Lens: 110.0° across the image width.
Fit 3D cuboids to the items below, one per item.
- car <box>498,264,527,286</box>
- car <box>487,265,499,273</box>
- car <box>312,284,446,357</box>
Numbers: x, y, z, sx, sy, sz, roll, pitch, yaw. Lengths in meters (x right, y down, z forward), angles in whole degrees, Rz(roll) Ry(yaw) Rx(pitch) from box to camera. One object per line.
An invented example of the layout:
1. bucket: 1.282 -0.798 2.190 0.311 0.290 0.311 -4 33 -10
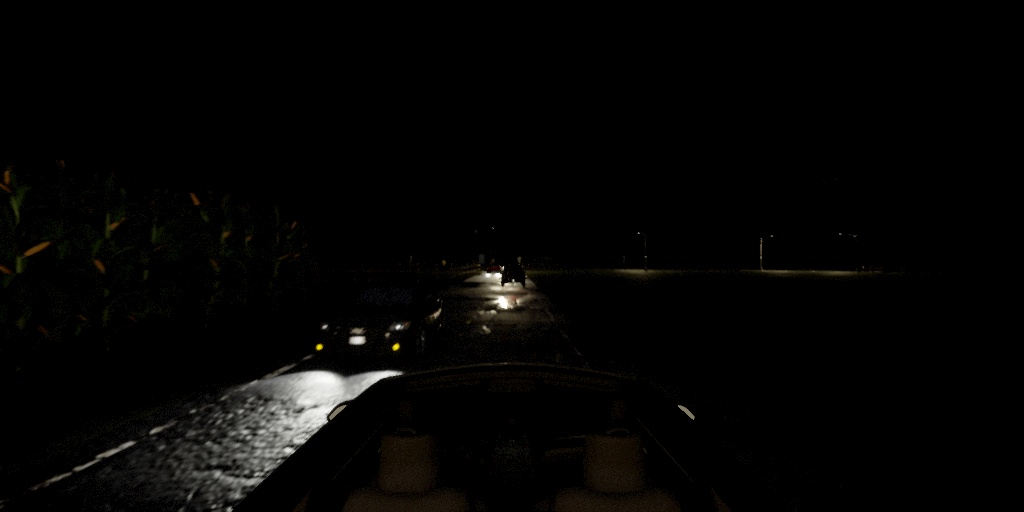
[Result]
1. car: 0.096 1.547 28.336 1.837 1.490 4.892 0 0 0
2. car: -2.795 1.960 54.724 1.895 1.301 4.718 0 -1 1
3. car: -2.847 1.387 8.595 1.994 1.385 4.181 0 -1 0
